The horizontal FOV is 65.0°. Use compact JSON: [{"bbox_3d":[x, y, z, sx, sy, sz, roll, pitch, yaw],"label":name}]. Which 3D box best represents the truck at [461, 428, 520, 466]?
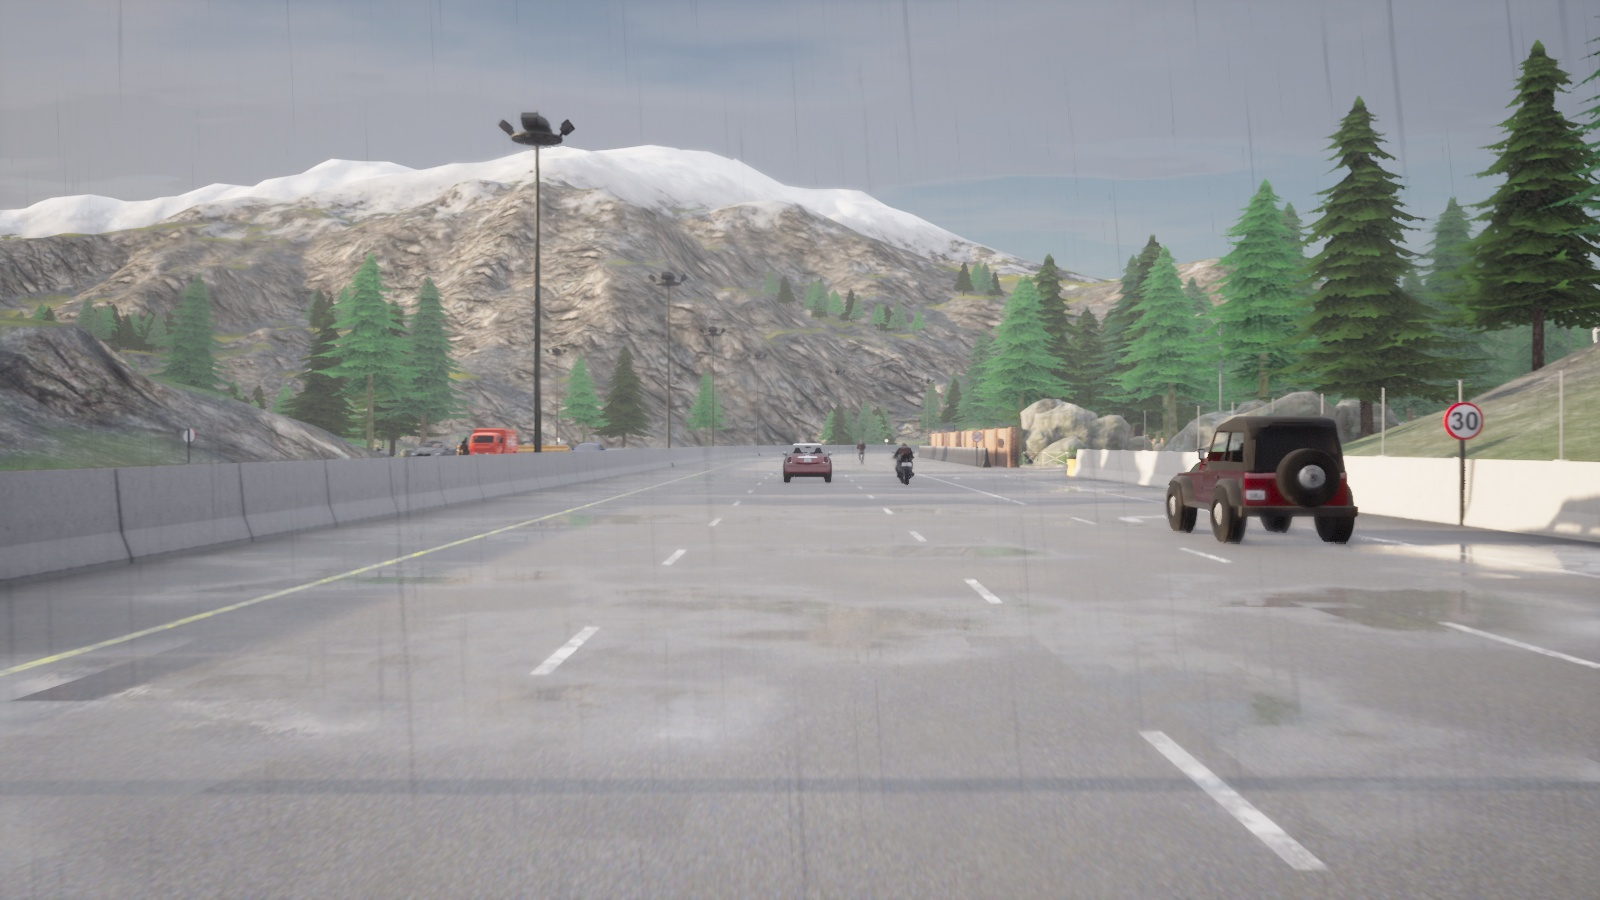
[{"bbox_3d":[-20.510,-0.227,83.457,2.627,2.467,5.204,0,0,0],"label":"truck"}]

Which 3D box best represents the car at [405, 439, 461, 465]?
[{"bbox_3d":[-24.017,0.107,82.352,2.242,1.667,4.611,0,0,0],"label":"car"}]

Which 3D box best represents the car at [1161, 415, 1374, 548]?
[{"bbox_3d":[7.127,0.437,19.595,1.905,1.878,3.866,0,0,0],"label":"car"}]

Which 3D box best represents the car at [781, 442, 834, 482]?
[{"bbox_3d":[0.294,0.436,49.080,1.970,1.475,3.806,0,0,0],"label":"car"}]

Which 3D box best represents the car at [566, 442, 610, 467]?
[{"bbox_3d":[-13.523,0.260,80.368,1.882,1.535,5.008,0,0,0],"label":"car"}]

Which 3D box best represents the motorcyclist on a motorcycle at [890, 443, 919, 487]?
[{"bbox_3d":[3.774,0.529,45.409,0.866,1.530,2.191,0,0,0],"label":"motorcyclist on a motorcycle"}]
